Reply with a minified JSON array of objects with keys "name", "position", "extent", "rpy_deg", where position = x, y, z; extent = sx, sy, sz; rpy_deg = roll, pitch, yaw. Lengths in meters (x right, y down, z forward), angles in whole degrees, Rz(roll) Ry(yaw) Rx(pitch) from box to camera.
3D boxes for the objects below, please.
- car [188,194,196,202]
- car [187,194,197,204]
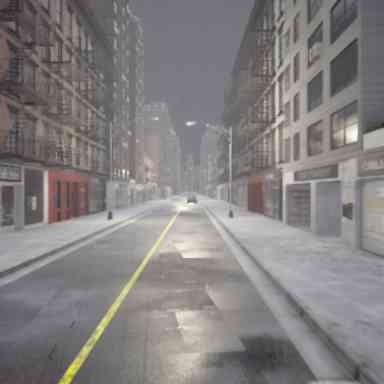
[{"name":"car","position":[-0.010,1.297,71.422],"extent":[1.837,1.490,4.892],"rpy_deg":[0,0,0]},{"name":"car","position":[-0.008,1.539,61.452],"extent":[1.895,1.301,4.718],"rpy_deg":[0,0,0]}]
